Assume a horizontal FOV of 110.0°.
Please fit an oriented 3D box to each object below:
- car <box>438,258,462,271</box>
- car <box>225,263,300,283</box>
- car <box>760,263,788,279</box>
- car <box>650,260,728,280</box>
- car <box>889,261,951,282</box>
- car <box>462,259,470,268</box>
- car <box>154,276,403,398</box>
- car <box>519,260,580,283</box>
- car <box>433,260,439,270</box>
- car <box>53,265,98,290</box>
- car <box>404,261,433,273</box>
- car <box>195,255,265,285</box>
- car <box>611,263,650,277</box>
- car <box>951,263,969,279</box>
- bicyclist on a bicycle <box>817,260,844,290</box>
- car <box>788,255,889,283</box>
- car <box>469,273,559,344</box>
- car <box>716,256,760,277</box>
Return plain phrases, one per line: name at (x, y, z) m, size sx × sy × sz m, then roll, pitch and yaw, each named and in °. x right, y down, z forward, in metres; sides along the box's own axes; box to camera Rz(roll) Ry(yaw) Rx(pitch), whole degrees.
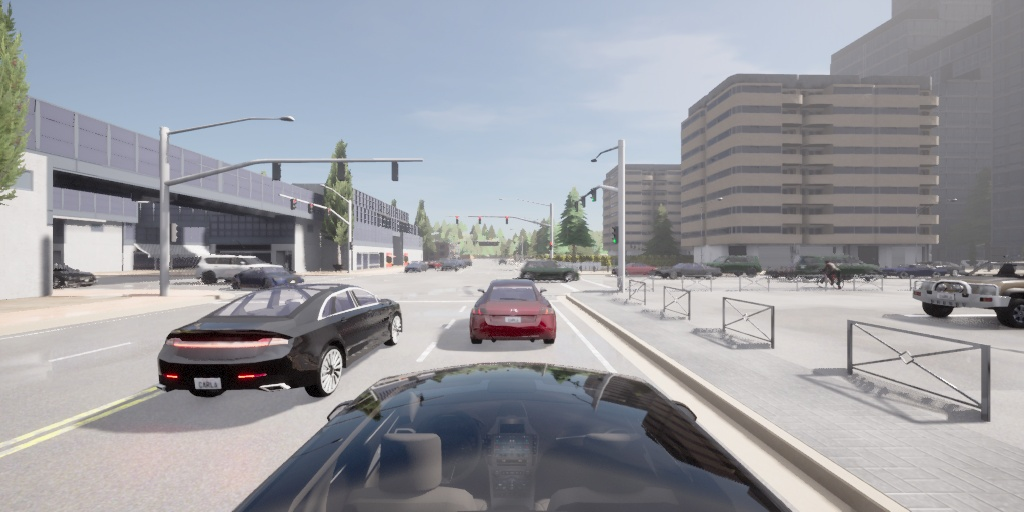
car at (-8.359, 1.314, 48.890) m, size 1.994 × 1.385 × 4.181 m, roll 0°, pitch 0°, yaw -2°
car at (-14.337, 1.314, 21.144) m, size 4.181 × 1.385 × 1.994 m, roll 0°, pitch 0°, yaw 21°
car at (25.308, 1.297, 31.428) m, size 5.357 × 1.411 × 2.033 m, roll 0°, pitch 0°, yaw -2°
car at (15.238, 1.297, 31.129) m, size 5.357 × 1.411 × 2.033 m, roll 0°, pitch 0°, yaw -2°
car at (35.171, 1.351, 31.708) m, size 4.718 × 1.301 × 1.895 m, roll 0°, pitch 0°, yaw -2°
car at (-8.622, 1.297, 59.187) m, size 2.033 × 1.411 × 5.357 m, roll 0°, pitch 0°, yaw -1°
car at (-3.473, 1.242, 6.518) m, size 2.128 × 1.511 × 4.902 m, roll 0°, pitch 0°, yaw 0°
car at (2.747, 1.102, 26.971) m, size 4.553 × 1.767 × 2.097 m, roll 0°, pitch 0°, yaw -3°
car at (-11.997, 1.351, 54.020) m, size 1.895 × 1.301 × 4.718 m, roll 0°, pitch 0°, yaw -1°
car at (-28.580, 1.255, 21.988) m, size 4.892 × 1.490 × 1.837 m, roll 0°, pitch 0°, yaw -1°
car at (-11.762, 1.297, 44.435) m, size 2.033 × 1.411 × 5.357 m, roll 0°, pitch 0°, yaw -1°
car at (-19.333, 0.971, 25.704) m, size 5.566 × 2.045 × 2.150 m, roll 0°, pitch 0°, yaw -1°
car at (11.749, 1.314, 34.527) m, size 4.181 × 1.385 × 1.994 m, roll 0°, pitch 0°, yaw -2°
car at (41.233, 1.255, 35.359) m, size 4.892 × 1.490 × 1.837 m, roll 0°, pitch 0°, yaw -1°
bicyclist on a bicycle at (17.929, 1.052, 20.221) m, size 0.582 × 1.620 × 1.656 m, roll 0°, pitch 0°, yaw -2°
car at (25.094, 0.971, 27.722) m, size 5.566 × 2.045 × 2.150 m, roll 0°, pitch 0°, yaw -2°
car at (0.012, 1.314, 9.576) m, size 1.994 × 1.385 × 4.181 m, roll 0°, pitch 0°, yaw 0°
car at (21.092, 0.972, 34.806) m, size 5.566 × 2.045 × 2.150 m, roll 0°, pitch 0°, yaw -2°
